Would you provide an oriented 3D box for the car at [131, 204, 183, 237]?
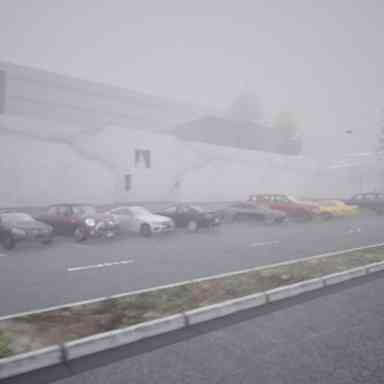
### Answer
[{"bbox_3d":[-3.083,1.513,18.034,4.674,1.452,2.002,-1,-1,35],"label":"car"}]

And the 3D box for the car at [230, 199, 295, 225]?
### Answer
[{"bbox_3d":[4.280,1.458,23.240,4.792,1.488,2.163,-1,-1,35],"label":"car"}]

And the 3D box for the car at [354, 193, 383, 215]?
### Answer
[{"bbox_3d":[16.446,1.130,31.966,5.566,2.045,2.435,-1,0,35],"label":"car"}]

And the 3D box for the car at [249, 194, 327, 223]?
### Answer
[{"bbox_3d":[6.722,1.164,24.985,5.566,2.045,2.435,-1,-1,35],"label":"car"}]

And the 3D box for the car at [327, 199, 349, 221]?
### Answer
[{"bbox_3d":[9.298,1.397,26.630,5.366,1.575,1.946,-1,-1,35],"label":"car"}]

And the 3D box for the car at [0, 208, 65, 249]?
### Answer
[{"bbox_3d":[-7.971,1.533,14.554,4.674,1.452,2.002,-1,-1,35],"label":"car"}]

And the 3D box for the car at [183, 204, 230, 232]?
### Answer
[{"bbox_3d":[-0.633,1.460,19.766,5.008,1.535,2.097,-1,0,35],"label":"car"}]

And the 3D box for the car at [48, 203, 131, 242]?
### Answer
[{"bbox_3d":[-5.553,1.358,16.312,4.553,1.767,2.185,-1,-1,35],"label":"car"}]

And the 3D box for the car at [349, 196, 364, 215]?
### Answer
[{"bbox_3d":[11.432,1.394,28.576,5.366,1.575,1.946,-1,0,35],"label":"car"}]
